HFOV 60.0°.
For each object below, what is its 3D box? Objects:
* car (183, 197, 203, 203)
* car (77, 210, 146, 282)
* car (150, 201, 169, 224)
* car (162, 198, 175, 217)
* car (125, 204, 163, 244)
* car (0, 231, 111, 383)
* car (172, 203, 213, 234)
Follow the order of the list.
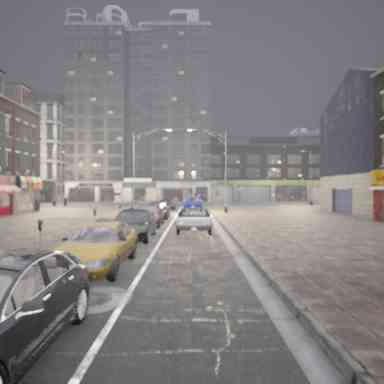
[{"bbox_3d":[0.097,1.248,35.319,1.882,1.535,5.008,0,0,0],"label":"car"},{"bbox_3d":[-2.639,1.463,9.592,1.752,1.417,4.829,0,0,0],"label":"car"},{"bbox_3d":[-2.638,1.447,20.666,1.802,1.307,4.206,0,0,0],"label":"car"},{"bbox_3d":[-2.637,1.396,26.118,1.947,1.339,4.313,0,0,0],"label":"car"},{"bbox_3d":[-2.638,1.467,15.215,1.947,1.339,4.313,0,0,0],"label":"car"},{"bbox_3d":[-2.639,1.522,4.311,2.008,1.369,4.403,0,0,0],"label":"car"},{"bbox_3d":[0.102,1.482,18.185,1.895,1.301,4.718,0,0,0],"label":"car"}]
